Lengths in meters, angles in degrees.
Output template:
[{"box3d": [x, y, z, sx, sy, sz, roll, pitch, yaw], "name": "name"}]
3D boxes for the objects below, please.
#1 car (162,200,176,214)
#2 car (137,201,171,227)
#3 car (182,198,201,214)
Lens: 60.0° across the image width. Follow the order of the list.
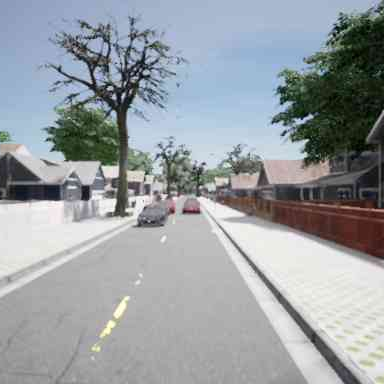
[{"box3d": [-2.809, 1.621, 37.207, 1.882, 1.535, 5.008, 0, 0, 0], "name": "car"}, {"box3d": [-2.787, 1.637, 24.007, 1.837, 1.490, 4.892, 0, 0, 0], "name": "car"}, {"box3d": [-0.026, 1.705, 36.972, 1.994, 1.385, 4.181, 0, 0, 1], "name": "car"}]
